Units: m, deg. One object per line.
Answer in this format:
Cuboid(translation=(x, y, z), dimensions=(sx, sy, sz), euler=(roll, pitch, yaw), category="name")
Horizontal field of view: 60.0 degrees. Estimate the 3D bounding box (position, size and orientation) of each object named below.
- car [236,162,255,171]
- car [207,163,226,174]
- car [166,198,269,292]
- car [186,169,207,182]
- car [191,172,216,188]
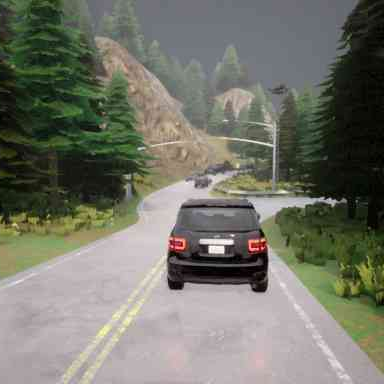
Cuboid(translation=(11.499, -5.591, 70.919), dimensions=(4.553, 1.767, 2.097), euler=(-9, 9, -36), category="car")
Cuboid(translation=(4.461, -4.334, 63.769), dimensions=(2.150, 2.045, 5.566), euler=(3, 10, 36), category="car")
Cuboid(translation=(0.707, 1.173, 8.984), dimensions=(2.150, 2.045, 5.566), euler=(0, 0, 5), category="car")
Cuboid(translation=(0.438, -2.528, 55.237), dimensions=(1.994, 1.385, 4.181), euler=(2, 10, 19), category="car")
Cuboid(translation=(1.729, -1.567, 48.693), dimensions=(1.837, 1.490, 4.892), euler=(-1, 10, 16), category="car")
